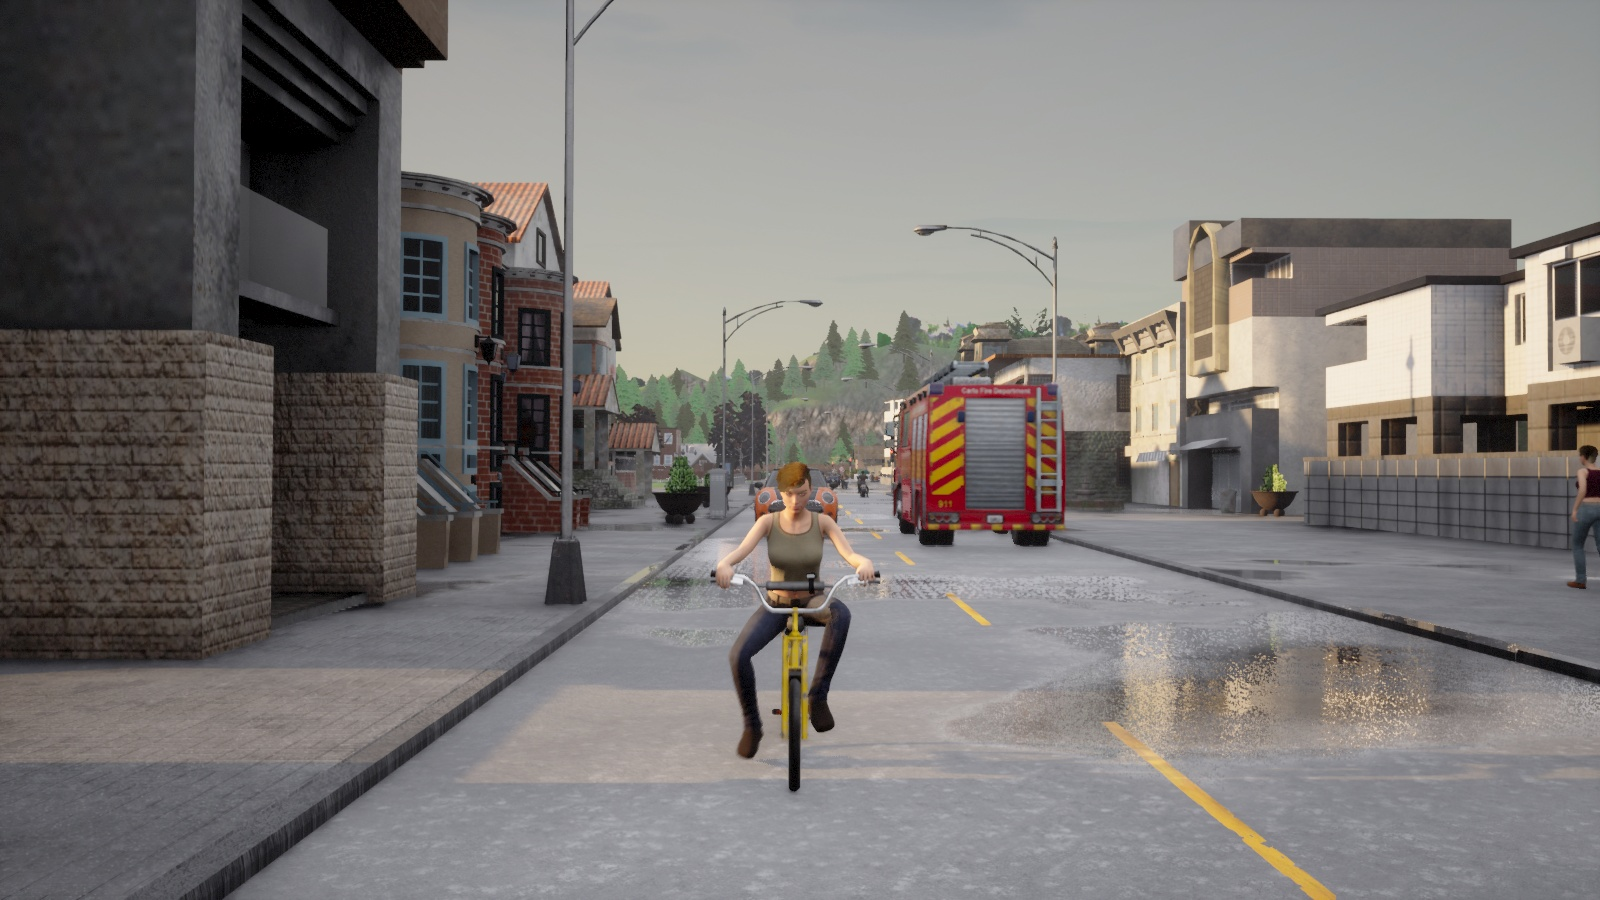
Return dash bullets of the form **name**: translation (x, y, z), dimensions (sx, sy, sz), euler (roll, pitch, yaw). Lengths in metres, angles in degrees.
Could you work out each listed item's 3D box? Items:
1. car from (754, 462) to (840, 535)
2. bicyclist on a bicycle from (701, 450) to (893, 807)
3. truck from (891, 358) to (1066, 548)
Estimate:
- **car**: translation (-0.088, 1.226, 32.974), dimensions (2.097, 1.767, 4.553), euler (0, -1, 0)
- **bicyclist on a bicycle**: translation (-0.018, 0.857, 6.479), dimensions (0.866, 1.612, 1.509), euler (0, -4, 0)
- **truck**: translation (3.916, 0.132, 29.696), dimensions (2.891, 3.827, 8.468), euler (0, -1, 0)
